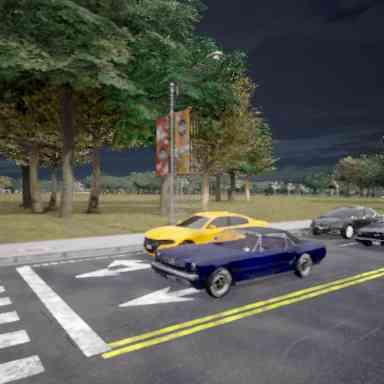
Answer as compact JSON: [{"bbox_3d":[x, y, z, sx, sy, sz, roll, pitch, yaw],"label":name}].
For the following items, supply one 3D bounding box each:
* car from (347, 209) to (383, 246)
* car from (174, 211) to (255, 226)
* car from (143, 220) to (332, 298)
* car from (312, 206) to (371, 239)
[{"bbox_3d":[9.180,1.561,14.212,5.357,1.411,2.033,0,0,-35],"label":"car"},{"bbox_3d":[0.651,1.483,12.119,5.008,1.535,1.882,0,0,-35],"label":"car"},{"bbox_3d":[1.354,1.605,8.641,4.718,1.301,1.895,0,0,-35],"label":"car"},{"bbox_3d":[8.223,1.520,17.515,4.892,1.490,1.837,0,0,-36],"label":"car"}]
